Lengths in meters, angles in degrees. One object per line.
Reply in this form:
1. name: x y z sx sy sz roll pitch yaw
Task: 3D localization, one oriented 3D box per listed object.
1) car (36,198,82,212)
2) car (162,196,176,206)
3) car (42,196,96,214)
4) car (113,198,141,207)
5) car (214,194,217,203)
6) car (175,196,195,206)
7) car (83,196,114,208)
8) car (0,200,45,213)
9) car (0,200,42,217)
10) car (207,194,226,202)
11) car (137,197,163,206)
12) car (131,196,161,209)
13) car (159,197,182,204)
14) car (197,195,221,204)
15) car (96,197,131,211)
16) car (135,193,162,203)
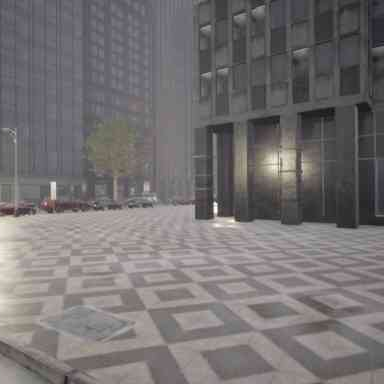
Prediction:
1. car: -16.015 1.512 40.354 1.882 1.535 5.008 -1 0 35
2. car: -2.442 1.440 54.465 2.128 1.511 4.902 -1 0 35
3. car: -12.992 1.290 34.582 2.192 1.841 5.009 -1 0 35
4. car: -10.391 1.612 53.349 1.802 1.307 4.206 -1 0 35
5. car: 3.026 1.221 57.782 2.192 1.841 5.009 -1 0 35
6. car: -0.176 1.461 53.141 1.887 1.381 4.507 -1 0 35
7. car: -13.597 1.484 48.708 1.967 1.590 4.097 -1 0 35
8. car: -20.003 1.642 39.427 1.947 1.339 4.313 -1 0 35
9. car: -16.194 1.576 29.940 1.802 1.307 4.206 -1 0 35
10. car: 5.628 1.295 76.554 2.192 1.841 5.009 -1 0 35
11. car: -7.284 1.544 57.849 1.752 1.417 4.829 -1 0 35
12. car: -6.583 1.508 43.860 1.947 1.339 4.313 -1 0 35
13. car: -3.982 1.573 62.631 1.947 1.339 4.313 -1 0 35
14. car: 3.238 1.422 62.781 2.128 1.511 4.902 -1 0 35
15. car: -9.786 1.524 39.221 1.947 1.339 4.313 -1 0 35
16. car: -7.826 1.211 52.181 2.150 2.045 5.566 -1 0 35
